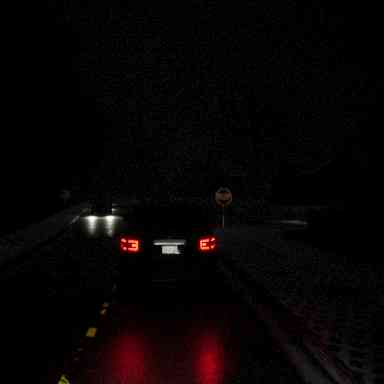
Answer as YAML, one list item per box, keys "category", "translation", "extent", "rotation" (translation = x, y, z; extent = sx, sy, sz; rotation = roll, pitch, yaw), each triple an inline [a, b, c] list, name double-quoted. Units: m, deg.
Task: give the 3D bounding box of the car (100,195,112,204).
- category: "car"
  translation: [-14.894, 1.254, 57.591]
  extent: [1.837, 1.490, 4.892]
  rotation: [1, -1, -12]

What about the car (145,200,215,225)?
- category: "car"
  translation: [-0.873, 1.528, 25.320]
  extent: [5.008, 1.535, 1.882]
  rotation: [3, -1, 7]

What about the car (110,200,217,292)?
- category: "car"
  translation: [-0.750, 1.219, 9.185]
  extent: [2.150, 2.045, 5.566]
  rotation: [0, 0, -7]

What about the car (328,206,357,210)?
- category: "car"
  translation: [12.078, 1.825, 26.968]
  extent: [4.674, 1.442, 1.812]
  rotation: [1, -3, -14]

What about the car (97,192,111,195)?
- category: "car"
  translation: [-11.507, 1.013, 43.488]
  extent: [2.150, 2.045, 5.566]
  rotation: [1, 0, -13]

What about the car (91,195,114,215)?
- category: "car"
  translation: [-8.766, 1.333, 32.429]
  extent: [1.882, 1.535, 5.008]
  rotation: [1, 0, -14]
